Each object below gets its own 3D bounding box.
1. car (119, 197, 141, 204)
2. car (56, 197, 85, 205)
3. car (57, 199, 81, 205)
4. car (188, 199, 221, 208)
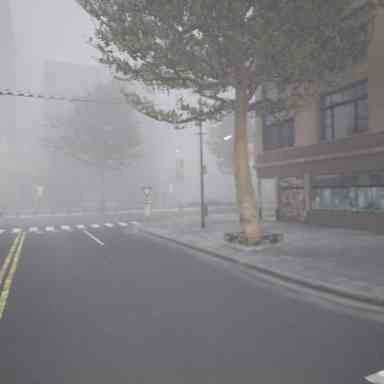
[{"bbox_3d":[-13.152,1.729,71.003,4.674,1.452,2.002,-1,0,-24],"label":"car"},{"bbox_3d":[-22.582,2.032,62.243,4.786,1.482,2.161,-1,0,-24],"label":"car"},{"bbox_3d":[-26.959,2.199,72.993,4.718,1.301,1.895,-1,0,-24],"label":"car"},{"bbox_3d":[1.715,1.629,48.233,4.718,1.301,1.895,-1,0,-24],"label":"car"}]
